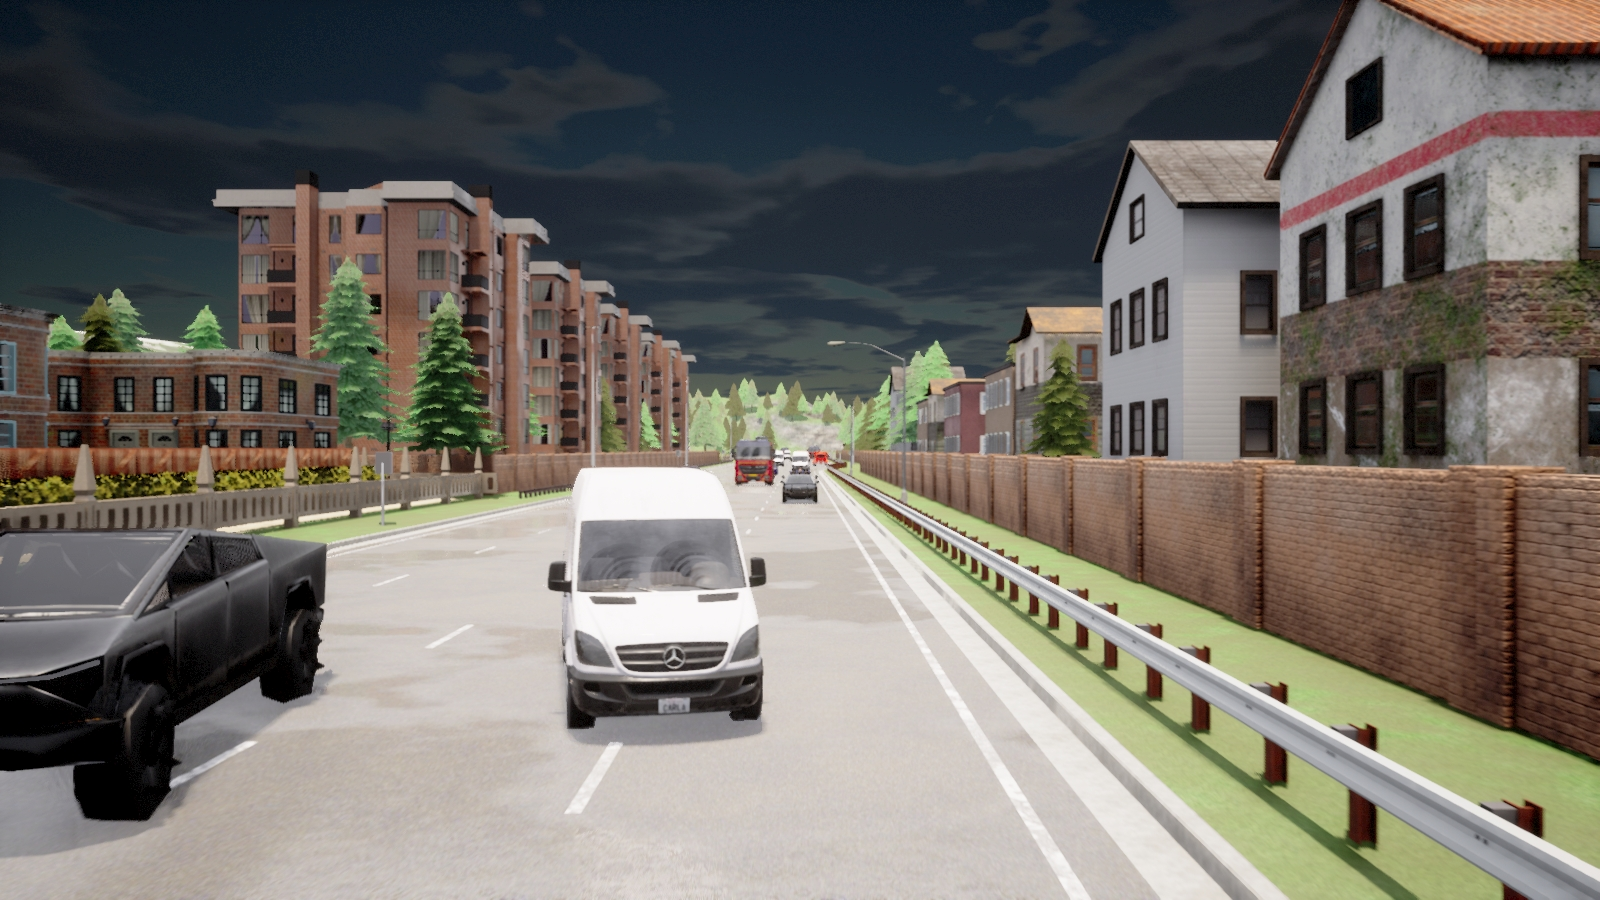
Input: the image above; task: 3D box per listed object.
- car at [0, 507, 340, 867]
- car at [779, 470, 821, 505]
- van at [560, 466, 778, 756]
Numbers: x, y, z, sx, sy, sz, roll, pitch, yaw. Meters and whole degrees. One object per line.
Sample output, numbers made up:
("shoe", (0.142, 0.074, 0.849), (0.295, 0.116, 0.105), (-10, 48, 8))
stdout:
("car", (-6.350, 1.748, 10.676), (2.390, 2.098, 6.274), (0, 0, -8))
("car", (-0.004, 1.951, 60.485), (2.097, 1.638, 5.238), (0, 0, 0))
("van", (-1.817, 1.526, 13.624), (1.988, 2.561, 5.915), (0, 0, -12))
